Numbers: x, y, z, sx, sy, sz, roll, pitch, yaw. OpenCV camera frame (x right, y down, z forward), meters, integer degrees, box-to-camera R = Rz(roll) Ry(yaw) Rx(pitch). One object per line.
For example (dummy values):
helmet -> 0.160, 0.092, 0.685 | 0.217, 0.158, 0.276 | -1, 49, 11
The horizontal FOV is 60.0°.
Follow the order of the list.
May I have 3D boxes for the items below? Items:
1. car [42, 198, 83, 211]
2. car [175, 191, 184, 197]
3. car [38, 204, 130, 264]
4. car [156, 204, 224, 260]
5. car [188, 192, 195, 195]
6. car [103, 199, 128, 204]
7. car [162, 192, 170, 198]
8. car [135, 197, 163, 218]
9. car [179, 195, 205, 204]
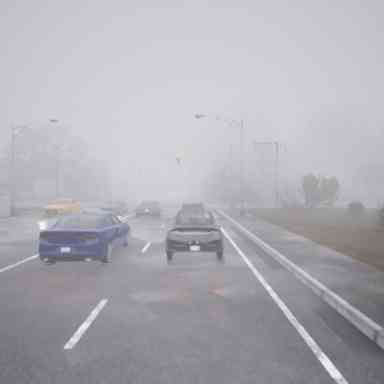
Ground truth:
car -> -10.620, 1.265, 27.634 | 1.882, 1.535, 5.008 | 0, 0, 0
car -> -3.720, 0.739, 94.900 | 1.882, 1.535, 5.008 | 0, 0, 0
car -> -3.424, 1.389, 11.465 | 1.882, 1.535, 5.008 | 0, 0, 0
car -> 0.075, 1.398, 12.085 | 2.128, 1.511, 4.902 | 0, 1, 0
car -> -0.220, 0.785, 94.875 | 2.128, 1.511, 4.902 | 0, 0, 0
car -> -7.101, 1.313, 30.502 | 2.033, 1.411, 5.357 | 0, 0, 0
car -> -7.213, 0.793, 91.651 | 1.837, 1.490, 4.892 | 0, 0, 0
car -> -3.461, 1.351, 27.515 | 1.994, 1.385, 4.181 | 0, 0, 0
car -> 0.036, 1.260, 28.187 | 1.882, 1.535, 5.008 | 0, 0, 0
